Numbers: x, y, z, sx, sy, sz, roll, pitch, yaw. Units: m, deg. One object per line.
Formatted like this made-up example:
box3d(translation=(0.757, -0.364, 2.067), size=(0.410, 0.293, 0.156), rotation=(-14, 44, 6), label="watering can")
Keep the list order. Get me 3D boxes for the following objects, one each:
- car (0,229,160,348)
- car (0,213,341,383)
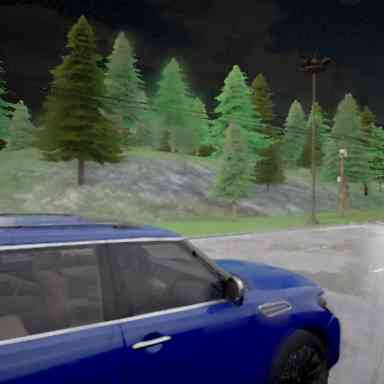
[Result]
box3d(translation=(-3.393, 1.552, 5.624), size=(5.357, 1.411, 2.033), rotation=(1, -1, -35), label="car")
box3d(translation=(-0.962, 1.232, 3.060), size=(5.566, 2.045, 2.150), rotation=(1, -1, -35), label="car")
